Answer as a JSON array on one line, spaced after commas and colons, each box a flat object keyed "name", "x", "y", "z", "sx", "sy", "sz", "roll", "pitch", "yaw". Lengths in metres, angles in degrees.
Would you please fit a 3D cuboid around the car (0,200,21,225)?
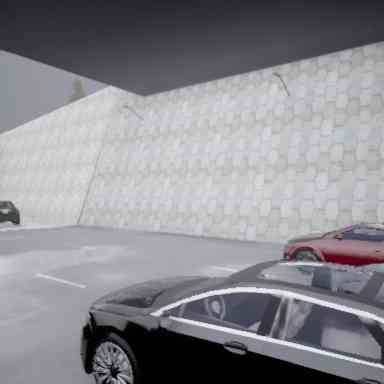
[{"name": "car", "x": -13.494, "y": 1.297, "z": 22.223, "sx": 4.553, "sy": 1.767, "sz": 2.097, "roll": 0, "pitch": 0, "yaw": 36}]

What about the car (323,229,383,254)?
[{"name": "car", "x": 4.973, "y": 1.550, "z": 4.745, "sx": 5.357, "sy": 1.411, "sz": 2.033, "roll": 0, "pitch": 0, "yaw": 35}]

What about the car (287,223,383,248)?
[{"name": "car", "x": 4.728, "y": 1.560, "z": 9.219, "sx": 4.181, "sy": 1.385, "sz": 1.994, "roll": 0, "pitch": 0, "yaw": 35}]

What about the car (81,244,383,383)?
[{"name": "car", "x": 0.894, "y": 1.487, "z": 3.355, "sx": 4.902, "sy": 1.511, "sz": 2.128, "roll": 0, "pitch": 0, "yaw": 35}]
